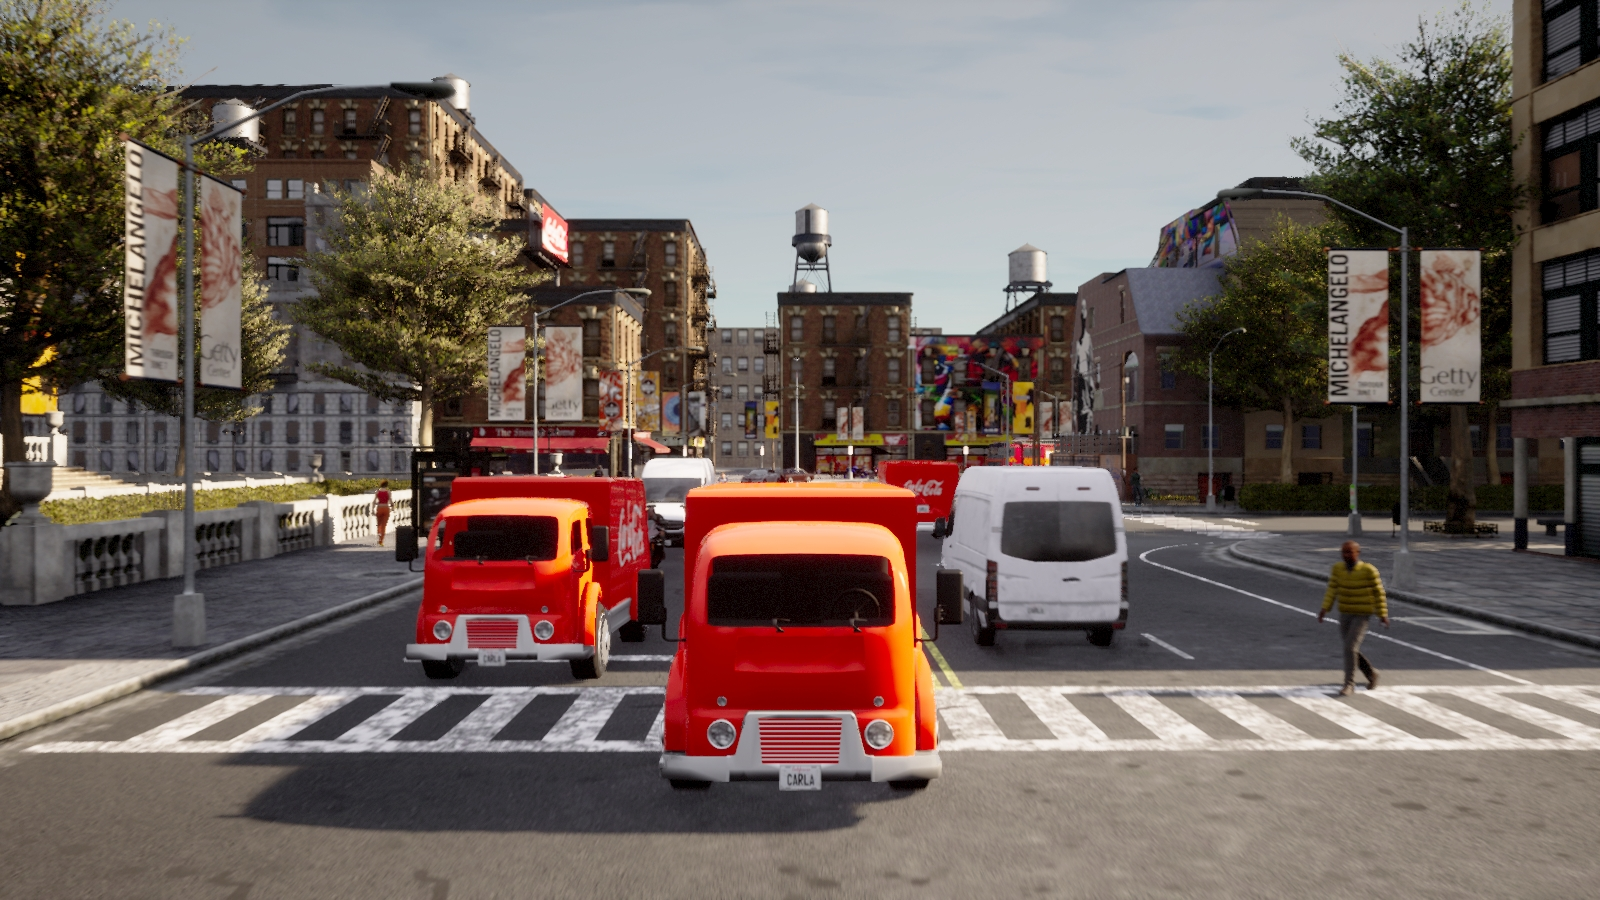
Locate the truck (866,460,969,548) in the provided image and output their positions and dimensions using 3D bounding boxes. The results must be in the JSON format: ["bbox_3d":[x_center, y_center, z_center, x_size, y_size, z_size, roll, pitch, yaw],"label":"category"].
[{"bbox_3d":[3.494,1.568,35.116,2.627,2.467,5.204,0,0,0],"label":"truck"}]

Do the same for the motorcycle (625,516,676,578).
[{"bbox_3d":[-3.433,2.205,26.392,0.867,1.251,2.209,0,0,1],"label":"motorcycle"}]

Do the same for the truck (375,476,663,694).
[{"bbox_3d":[-3.501,1.585,15.557,2.627,2.467,5.204,0,-1,0],"label":"truck"}]

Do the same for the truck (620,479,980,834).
[{"bbox_3d":[-0.001,1.569,10.938,2.627,2.467,5.204,0,0,0],"label":"truck"}]

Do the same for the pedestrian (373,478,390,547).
[{"bbox_3d":[-11.440,1.696,31.232,0.375,1.860,0.375,0,0,-8],"label":"pedestrian"}]

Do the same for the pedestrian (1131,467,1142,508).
[{"bbox_3d":[15.347,1.696,52.084,0.375,1.860,0.375,0,0,-12],"label":"pedestrian"}]

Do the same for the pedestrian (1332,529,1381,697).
[{"bbox_3d":[6.374,1.849,13.091,0.375,1.860,0.375,0,0,-34],"label":"pedestrian"}]

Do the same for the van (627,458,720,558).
[{"bbox_3d":[-3.494,1.535,32.620,1.988,2.561,5.915,0,0,0],"label":"van"}]

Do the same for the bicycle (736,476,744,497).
[{"bbox_3d":[-3.595,2.205,68.745,0.373,1.196,1.643,0,0,0],"label":"bicycle"}]

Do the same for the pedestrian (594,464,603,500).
[{"bbox_3d":[-10.611,1.696,60.220,0.375,1.860,0.375,0,0,3],"label":"pedestrian"}]

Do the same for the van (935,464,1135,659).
[{"bbox_3d":[3.507,1.534,18.297,1.988,2.561,5.915,0,0,0],"label":"van"}]
